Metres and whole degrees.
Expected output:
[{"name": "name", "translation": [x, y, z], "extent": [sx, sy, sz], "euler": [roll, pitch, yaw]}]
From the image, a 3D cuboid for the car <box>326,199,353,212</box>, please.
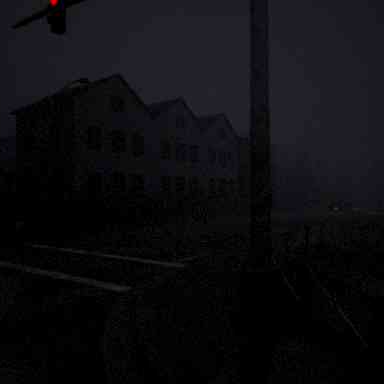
[{"name": "car", "translation": [16.152, 1.395, 36.175], "extent": [1.895, 1.301, 4.718], "euler": [0, 0, 35]}]
